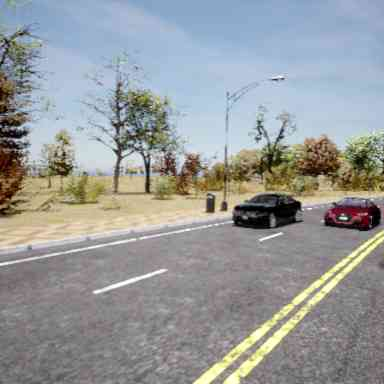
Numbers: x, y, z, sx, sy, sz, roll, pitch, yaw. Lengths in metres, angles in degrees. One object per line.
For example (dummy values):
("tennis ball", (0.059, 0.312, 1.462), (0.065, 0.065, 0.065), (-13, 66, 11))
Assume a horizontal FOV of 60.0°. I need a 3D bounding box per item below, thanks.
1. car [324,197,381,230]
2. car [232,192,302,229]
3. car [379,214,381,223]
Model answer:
("car", (8.233, 0.992, 16.902), (1.994, 1.385, 4.181), (4, 3, 38))
("car", (3.872, 0.804, 16.590), (1.882, 1.535, 5.008), (4, 3, 38))
("car", (6.789, 1.295, 9.418), (1.994, 1.385, 4.181), (3, 3, 37))
